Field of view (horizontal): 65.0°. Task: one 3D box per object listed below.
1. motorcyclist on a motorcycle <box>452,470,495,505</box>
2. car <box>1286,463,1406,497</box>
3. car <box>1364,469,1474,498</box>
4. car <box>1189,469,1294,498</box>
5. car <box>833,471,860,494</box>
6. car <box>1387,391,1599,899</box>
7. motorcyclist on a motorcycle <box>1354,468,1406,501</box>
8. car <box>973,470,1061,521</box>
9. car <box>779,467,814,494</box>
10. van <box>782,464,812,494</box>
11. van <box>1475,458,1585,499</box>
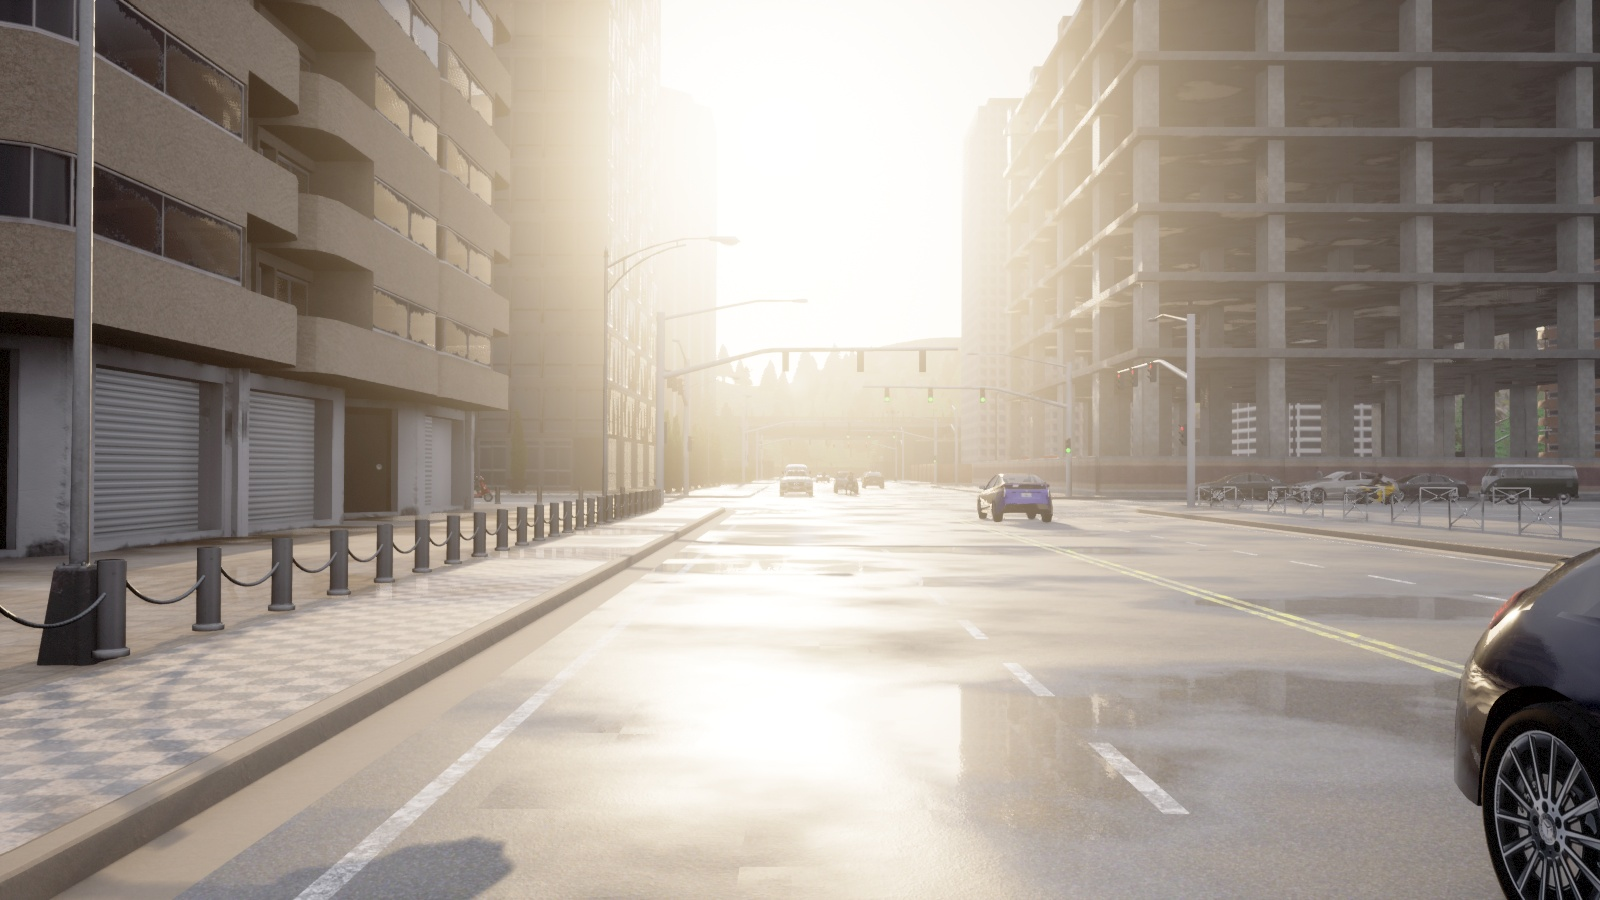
[{"bbox_3d":[-15.234,1.756,58.636,1.817,1.590,0.866,0,-1,0],"label":"motorcyclist on a motorcycle"},{"bbox_3d":[27.222,1.480,62.726,5.027,1.651,2.152,0,-1,0],"label":"car"},{"bbox_3d":[32.643,1.743,66.259,4.892,1.490,1.837,0,-1,-1],"label":"car"},{"bbox_3d":[23.227,1.780,66.199,4.892,1.490,1.837,0,-1,0],"label":"car"},{"bbox_3d":[3.265,2.267,88.743,1.789,1.549,3.705,0,-1,0],"label":"car"},{"bbox_3d":[3.492,0.623,2.625,2.152,1.651,5.027,0,-1,0],"label":"car"},{"bbox_3d":[27.345,1.624,59.226,2.044,1.523,0.797,0,-1,0],"label":"motorcyclist on a motorcycle"},{"bbox_3d":[6.893,1.410,40.324,2.007,1.525,4.514,0,-1,0],"label":"car"},{"bbox_3d":[-0.211,1.928,79.617,2.152,1.651,5.027,0,-1,0],"label":"car"},{"bbox_3d":[-0.235,2.025,88.836,2.069,2.038,4.480,0,-1,0],"label":"van"},{"bbox_3d":[36.441,1.418,62.785,4.442,1.987,1.775,0,-1,0],"label":"van"}]
